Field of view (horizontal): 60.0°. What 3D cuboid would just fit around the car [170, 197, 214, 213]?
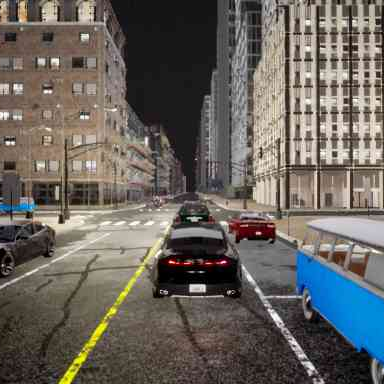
[{"bbox_3d":[0.082,1.352,17.566,2.097,1.767,4.553,0,0,-1],"label":"car"}]

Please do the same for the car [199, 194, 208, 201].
[{"bbox_3d":[2.756,1.396,82.097,1.967,1.590,4.097,1,0,0],"label":"car"}]

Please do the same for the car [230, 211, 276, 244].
[{"bbox_3d":[2.709,1.545,15.744,1.887,1.381,4.507,1,0,0],"label":"car"}]

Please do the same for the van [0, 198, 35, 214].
[{"bbox_3d":[-19.712,1.525,37.074,3.998,1.788,1.690,0,0,1],"label":"van"}]

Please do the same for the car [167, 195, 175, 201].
[{"bbox_3d":[-5.621,1.475,87.586,1.752,1.417,4.829,1,0,0],"label":"car"}]

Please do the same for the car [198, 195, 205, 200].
[{"bbox_3d":[2.762,1.524,93.400,1.802,1.307,4.206,1,0,0],"label":"car"}]

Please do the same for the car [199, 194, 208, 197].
[{"bbox_3d":[2.739,1.531,59.491,2.008,1.369,4.403,1,0,0],"label":"car"}]

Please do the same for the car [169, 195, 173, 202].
[{"bbox_3d":[-5.633,1.519,70.800,2.008,1.369,4.403,1,0,0],"label":"car"}]

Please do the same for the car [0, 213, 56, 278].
[{"bbox_3d":[-5.675,1.567,10.179,1.947,1.339,4.313,1,0,0],"label":"car"}]

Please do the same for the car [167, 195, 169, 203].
[{"bbox_3d":[-5.641,1.562,59.498,1.802,1.307,4.206,1,0,0],"label":"car"}]

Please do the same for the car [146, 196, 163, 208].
[{"bbox_3d":[-5.649,1.573,48.194,1.802,1.307,4.206,1,0,0],"label":"car"}]

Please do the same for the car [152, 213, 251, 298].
[{"bbox_3d":[0.106,1.506,8.473,1.837,1.490,4.892,0,0,0],"label":"car"}]

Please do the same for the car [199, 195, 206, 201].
[{"bbox_3d":[2.759,1.474,87.918,1.752,1.417,4.829,1,0,0],"label":"car"}]

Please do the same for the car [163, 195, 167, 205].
[{"bbox_3d":[-5.643,1.426,53.847,1.967,1.590,4.097,1,0,0],"label":"car"}]

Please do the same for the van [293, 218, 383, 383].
[{"bbox_3d":[2.704,1.342,4.591,1.690,1.788,3.998,1,0,0],"label":"van"}]
